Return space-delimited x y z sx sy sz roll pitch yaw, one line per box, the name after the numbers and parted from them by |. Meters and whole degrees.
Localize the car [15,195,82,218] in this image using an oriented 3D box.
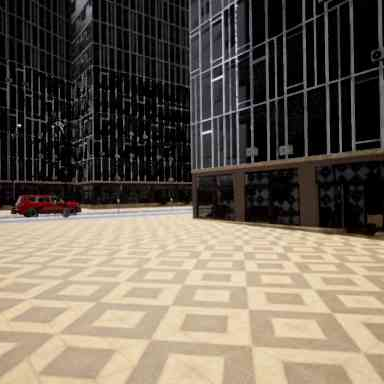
-11.772 1.188 27.332 5.009 1.841 2.192 0 -1 -37 | car
